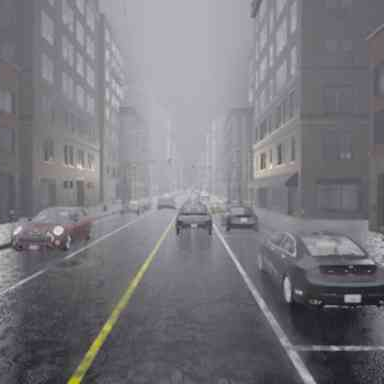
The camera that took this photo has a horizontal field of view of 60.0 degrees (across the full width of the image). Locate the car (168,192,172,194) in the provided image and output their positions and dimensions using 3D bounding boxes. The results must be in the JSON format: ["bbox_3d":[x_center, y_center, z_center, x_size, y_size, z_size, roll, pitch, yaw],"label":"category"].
[{"bbox_3d":[-5.385,1.098,62.916,2.008,1.369,4.403,0,0,0],"label":"car"}]

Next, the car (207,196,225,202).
[{"bbox_3d":[2.640,1.309,30.531,1.752,1.417,4.829,0,0,0],"label":"car"}]

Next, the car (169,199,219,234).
[{"bbox_3d":[0.101,1.362,18.140,2.128,1.511,4.902,0,0,0],"label":"car"}]

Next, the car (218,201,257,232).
[{"bbox_3d":[2.639,1.431,18.999,1.947,1.339,4.313,0,0,0],"label":"car"}]

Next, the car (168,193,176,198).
[{"bbox_3d":[-5.409,0.877,89.776,1.752,1.417,4.829,0,0,0],"label":"car"}]

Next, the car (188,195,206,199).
[{"bbox_3d":[0.104,1.323,33.867,1.994,1.385,4.181,0,0,0],"label":"car"}]

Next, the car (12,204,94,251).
[{"bbox_3d":[-5.386,1.345,13.314,1.967,1.590,4.097,0,0,0],"label":"car"}]

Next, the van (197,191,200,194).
[{"bbox_3d":[2.646,0.810,73.728,1.690,1.788,3.998,0,0,0],"label":"van"}]

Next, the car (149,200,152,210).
[{"bbox_3d":[-5.385,1.294,36.041,2.008,1.369,4.403,0,0,0],"label":"car"}]

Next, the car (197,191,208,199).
[{"bbox_3d":[2.644,1.059,68.323,2.008,1.369,4.403,0,0,0],"label":"car"}]

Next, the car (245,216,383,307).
[{"bbox_3d":[2.638,1.496,7.636,2.008,1.369,4.403,0,0,0],"label":"car"}]

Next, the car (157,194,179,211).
[{"bbox_3d":[-2.792,1.283,37.142,2.033,1.411,5.357,0,0,1],"label":"car"}]

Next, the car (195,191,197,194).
[{"bbox_3d":[2.651,0.666,89.946,2.192,1.841,5.009,0,0,0],"label":"car"}]

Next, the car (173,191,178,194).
[{"bbox_3d":[-5.404,0.830,84.540,1.967,1.590,4.097,0,0,0],"label":"car"}]

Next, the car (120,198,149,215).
[{"bbox_3d":[-5.385,1.366,30.360,1.802,1.307,4.206,0,0,0],"label":"car"}]
